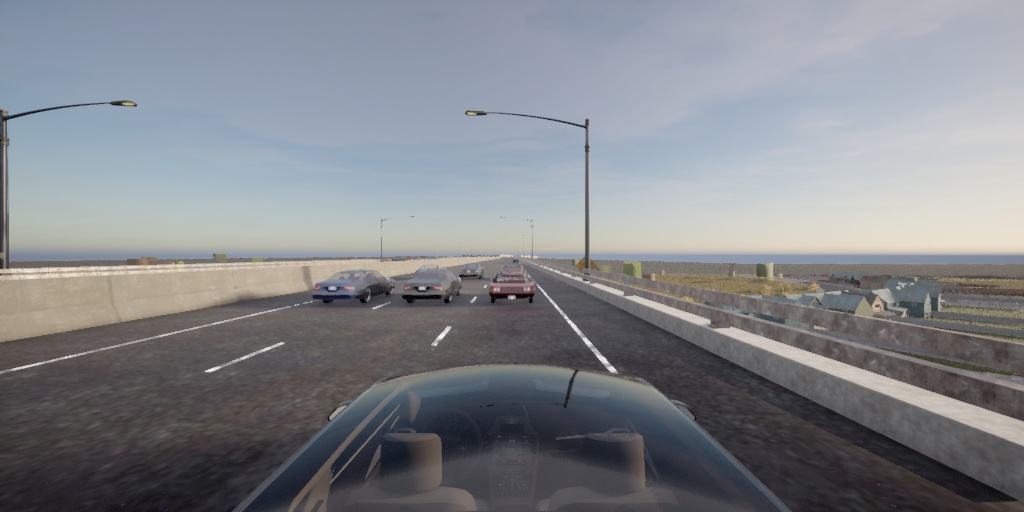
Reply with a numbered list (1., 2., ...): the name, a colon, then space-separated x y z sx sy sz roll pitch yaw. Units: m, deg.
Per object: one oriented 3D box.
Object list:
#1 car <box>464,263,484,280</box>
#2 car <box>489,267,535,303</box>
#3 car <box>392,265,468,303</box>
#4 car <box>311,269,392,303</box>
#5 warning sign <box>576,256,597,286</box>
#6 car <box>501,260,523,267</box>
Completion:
1. car: -3.500 1.309 31.500 2.033 1.411 5.357 0 0 0
2. car: 0.000 1.364 16.530 1.895 1.301 4.718 0 0 0
3. car: -3.500 1.311 16.500 2.033 1.411 5.357 0 0 0
4. car: -7.000 1.311 16.501 2.033 1.411 5.357 0 0 0
5. warning sign: 4.550 0.862 22.023 1.300 1.860 1.060 0 0 0
6. car: 0.000 1.318 31.501 1.994 1.385 4.181 0 0 0
